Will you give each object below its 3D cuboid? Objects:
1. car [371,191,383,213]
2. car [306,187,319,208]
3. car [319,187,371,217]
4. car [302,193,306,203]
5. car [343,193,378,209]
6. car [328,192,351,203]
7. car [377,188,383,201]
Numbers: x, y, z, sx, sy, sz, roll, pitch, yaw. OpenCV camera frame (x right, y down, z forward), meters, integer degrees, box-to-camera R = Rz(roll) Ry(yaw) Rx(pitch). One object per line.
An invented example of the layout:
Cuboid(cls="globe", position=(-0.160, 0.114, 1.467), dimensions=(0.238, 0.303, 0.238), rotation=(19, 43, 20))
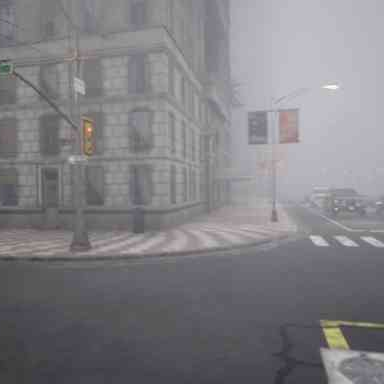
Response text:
Cuboid(cls="car", position=(14.814, 0.939, 24.309), dimensions=(2.128, 1.511, 4.902), rotation=(-1, 1, 13))
Cuboid(cls="car", position=(13.767, 0.539, 35.236), dimensions=(2.150, 2.045, 5.566), rotation=(-1, 1, 14))
Cuboid(cls="car", position=(11.452, 0.706, 25.339), dimensions=(2.150, 2.045, 5.566), rotation=(-1, 1, 13))
Cuboid(cls="car", position=(16.147, 0.750, 45.250), dimensions=(1.895, 1.301, 4.718), rotation=(-1, 1, 13))
Cuboid(cls="car", position=(17.072, 0.832, 34.022), dimensions=(2.033, 1.411, 5.357), rotation=(-1, 1, 14))
Cuboid(cls="car", position=(19.460, 0.716, 44.049), dimensions=(1.895, 1.301, 4.718), rotation=(-1, 1, 13))
Cuboid(cls="car", position=(26.865, 0.345, 44.984), dimensions=(2.097, 1.767, 4.553), rotation=(-1, 1, 13))
